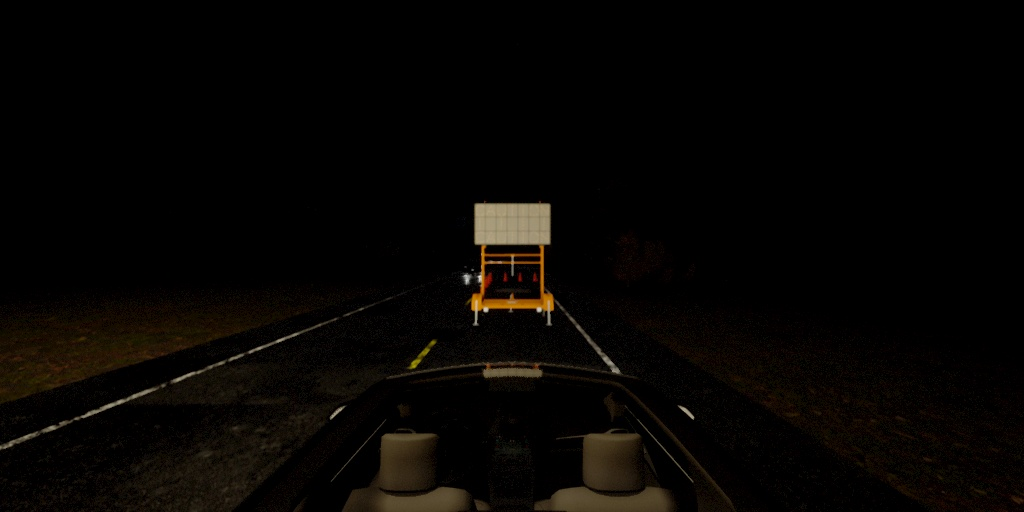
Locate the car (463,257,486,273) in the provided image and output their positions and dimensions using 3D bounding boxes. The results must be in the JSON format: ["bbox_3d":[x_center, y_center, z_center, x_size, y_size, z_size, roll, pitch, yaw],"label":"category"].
[{"bbox_3d":[-3.529,0.846,34.953,2.033,1.411,5.357,0,1,0],"label":"car"}]

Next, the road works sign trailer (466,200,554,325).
[{"bbox_3d":[0.019,0.083,11.177,2.380,3.560,2.880,0,0,0],"label":"road works sign trailer"}]
